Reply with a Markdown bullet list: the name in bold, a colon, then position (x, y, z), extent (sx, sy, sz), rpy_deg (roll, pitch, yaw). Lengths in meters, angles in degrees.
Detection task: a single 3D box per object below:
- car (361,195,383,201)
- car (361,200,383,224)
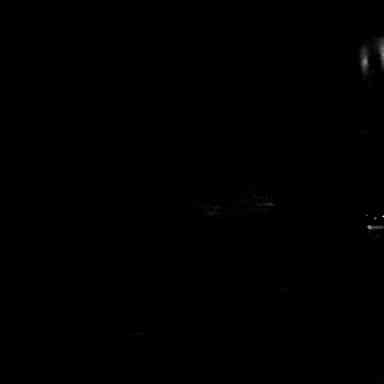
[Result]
- **car**: position (17.166, 1.328, 31.181), extent (5.566, 2.045, 2.150), rpy_deg (0, 0, -39)
- **car**: position (14.666, 1.585, 24.710), extent (4.892, 1.490, 1.837), rpy_deg (0, 0, -39)
